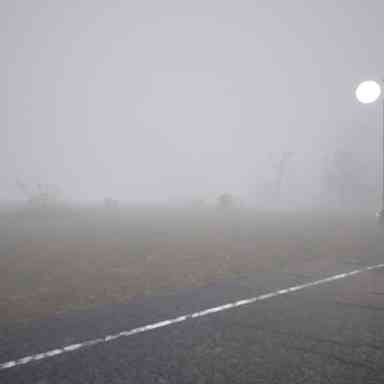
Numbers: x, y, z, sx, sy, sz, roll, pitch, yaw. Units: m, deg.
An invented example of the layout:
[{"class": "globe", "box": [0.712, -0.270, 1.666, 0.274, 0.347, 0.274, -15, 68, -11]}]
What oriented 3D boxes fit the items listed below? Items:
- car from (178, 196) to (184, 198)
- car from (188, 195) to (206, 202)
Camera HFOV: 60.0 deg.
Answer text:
[{"class": "car", "box": [-3.355, 1.260, 70.169, 1.812, 1.442, 4.674, 0, 0, -34]}, {"class": "car", "box": [0.910, 1.392, 63.870, 1.812, 1.442, 4.674, 0, 0, -33]}]
